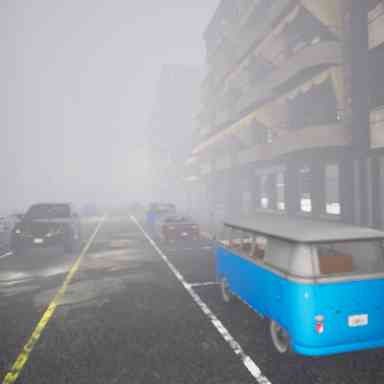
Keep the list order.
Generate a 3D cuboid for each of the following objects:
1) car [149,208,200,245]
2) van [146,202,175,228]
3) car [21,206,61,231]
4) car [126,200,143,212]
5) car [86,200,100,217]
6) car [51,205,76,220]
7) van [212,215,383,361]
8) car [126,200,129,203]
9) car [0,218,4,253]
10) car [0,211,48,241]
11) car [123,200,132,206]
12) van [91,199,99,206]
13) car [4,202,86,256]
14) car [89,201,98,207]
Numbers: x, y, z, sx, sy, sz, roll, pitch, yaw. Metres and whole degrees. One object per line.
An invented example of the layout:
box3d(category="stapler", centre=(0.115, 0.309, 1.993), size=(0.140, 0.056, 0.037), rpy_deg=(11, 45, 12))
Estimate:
box3d(category="car", centre=(-0.833, 1.724, 16.653), size=(1.887, 1.381, 4.507), rpy_deg=(-1, -1, -13))
box3d(category="van", centre=(-2.068, 1.599, 22.039), size=(1.690, 1.788, 3.998), rpy_deg=(-1, -1, -13))
box3d(category="car", centre=(-11.465, 1.928, 25.554), size=(1.967, 1.590, 4.097), rpy_deg=(-1, -1, -13))
box3d(category="car", centre=(-8.214, 2.224, 48.955), size=(1.947, 1.339, 4.313), rpy_deg=(-1, -1, -13))
box3d(category="car", centre=(-11.652, 2.099, 38.468), size=(1.882, 1.535, 5.008), rpy_deg=(-1, 0, -13))
box3d(category="car", centre=(-13.922, 2.212, 36.320), size=(1.947, 1.339, 4.313), rpy_deg=(-1, -1, -13))
box3d(category="van", centre=(1.623, 1.365, 5.889), size=(1.690, 1.788, 3.998), rpy_deg=(-1, -1, -13))
box3d(category="car", centre=(-9.483, 2.268, 54.504), size=(1.752, 1.417, 4.829), rpy_deg=(-1, -1, -13))
box3d(category="car", centre=(-9.001, 1.881, 14.785), size=(2.008, 1.369, 4.403), rpy_deg=(-1, -1, -13))
box3d(category="car", centre=(-10.232, 1.960, 20.169), size=(2.008, 1.369, 4.403), rpy_deg=(-1, -1, -13))
box3d(category="car", centre=(-16.826, 2.792, 86.639), size=(1.887, 1.381, 4.507), rpy_deg=(-1, -1, -13))
box3d(category="van", centre=(-26.230, 2.827, 90.157), size=(1.690, 1.788, 3.998), rpy_deg=(-1, -1, -13))
box3d(category="car", centre=(-6.302, 1.499, 15.038), size=(2.150, 2.045, 5.566), rpy_deg=(-1, -1, -13))
box3d(category="car", centre=(-24.994, 2.965, 84.771), size=(1.947, 1.339, 4.313), rpy_deg=(-1, -1, -13))
